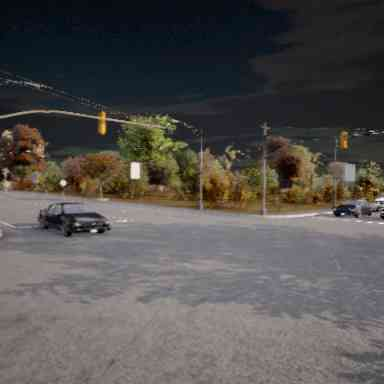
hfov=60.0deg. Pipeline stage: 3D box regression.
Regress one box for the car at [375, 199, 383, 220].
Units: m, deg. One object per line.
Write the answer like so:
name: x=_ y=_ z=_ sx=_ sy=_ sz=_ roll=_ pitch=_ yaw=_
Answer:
car: x=16.319 y=1.430 z=25.721 sx=5.357 sy=1.411 sz=2.033 roll=0 pitch=1 yaw=-44

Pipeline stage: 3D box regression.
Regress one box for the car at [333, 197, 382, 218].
car: x=13.884 y=1.356 z=28.234 sx=5.357 sy=1.411 sz=2.033 roll=0 pitch=1 yaw=-44

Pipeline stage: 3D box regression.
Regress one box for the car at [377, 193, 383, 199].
car: x=21.197 y=1.044 z=35.330 sx=5.566 sy=2.045 sz=2.150 roll=0 pitch=1 yaw=-44

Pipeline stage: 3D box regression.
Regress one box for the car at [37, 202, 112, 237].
car: x=-5.912 y=1.218 z=16.232 sx=2.033 sy=1.411 sz=5.357 roll=0 pitch=1 yaw=-41
